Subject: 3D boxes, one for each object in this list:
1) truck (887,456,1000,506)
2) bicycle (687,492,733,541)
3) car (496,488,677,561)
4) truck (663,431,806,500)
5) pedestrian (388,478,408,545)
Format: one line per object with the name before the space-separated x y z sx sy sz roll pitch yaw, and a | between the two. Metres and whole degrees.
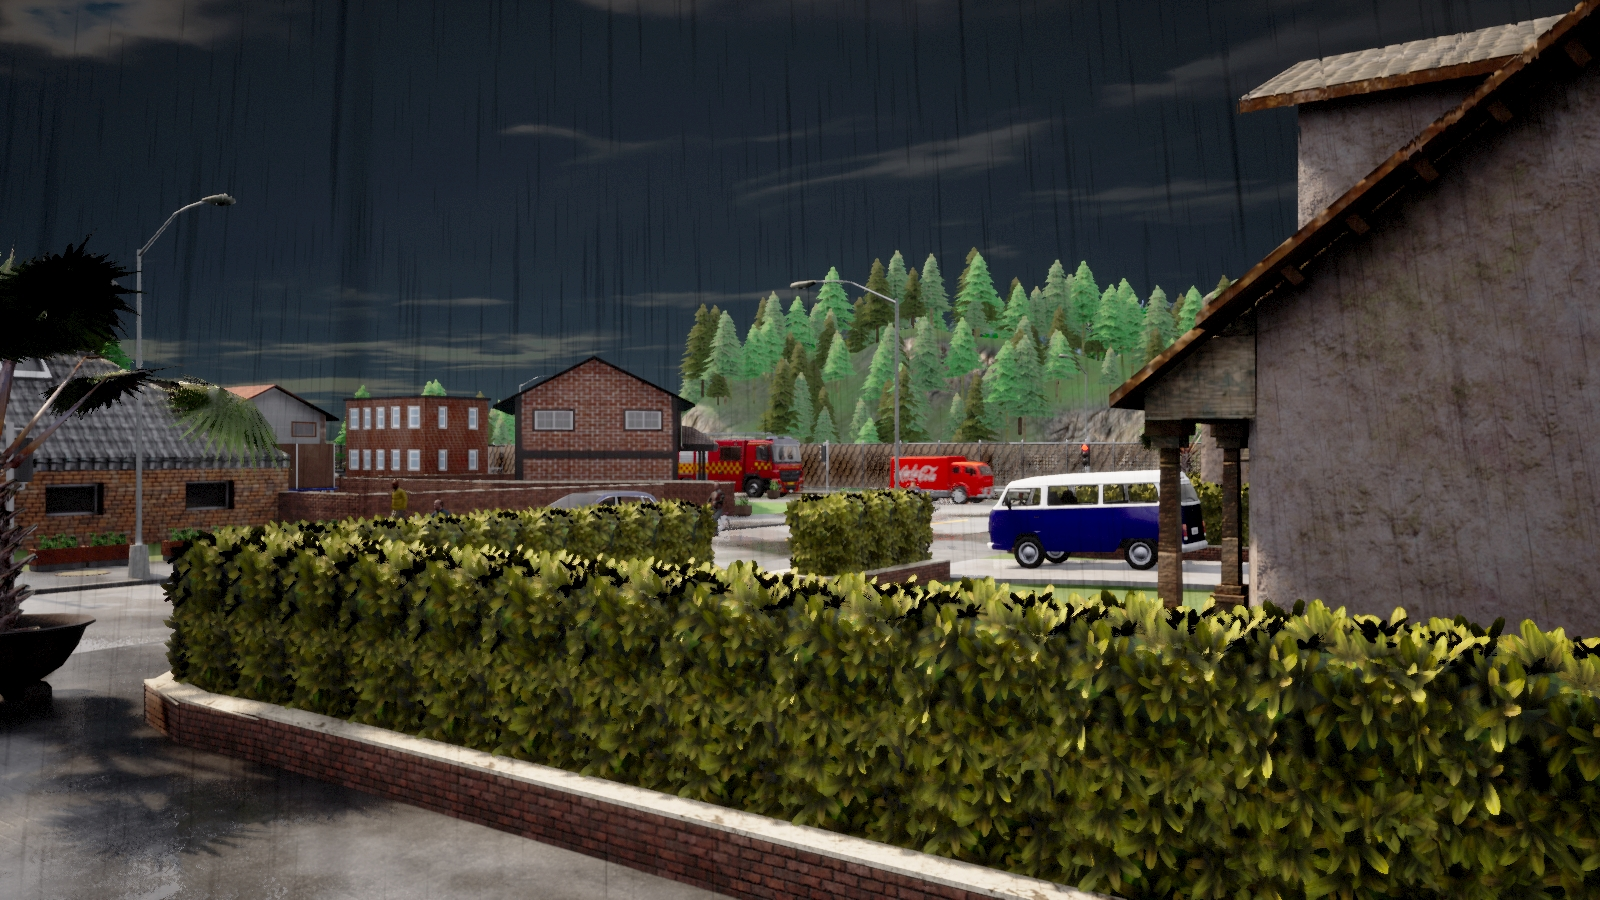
truck | 7.482 1.558 59.636 5.204 2.467 2.627 0 0 35
bicycle | -2.789 2.049 35.577 0.329 1.471 1.835 0 -2 35
car | -5.756 1.958 31.296 2.242 1.667 4.611 0 0 35
truck | -3.974 0.874 67.647 8.468 3.827 2.891 0 0 35
pedestrian | -11.360 1.732 32.257 0.375 1.860 0.375 0 0 33
